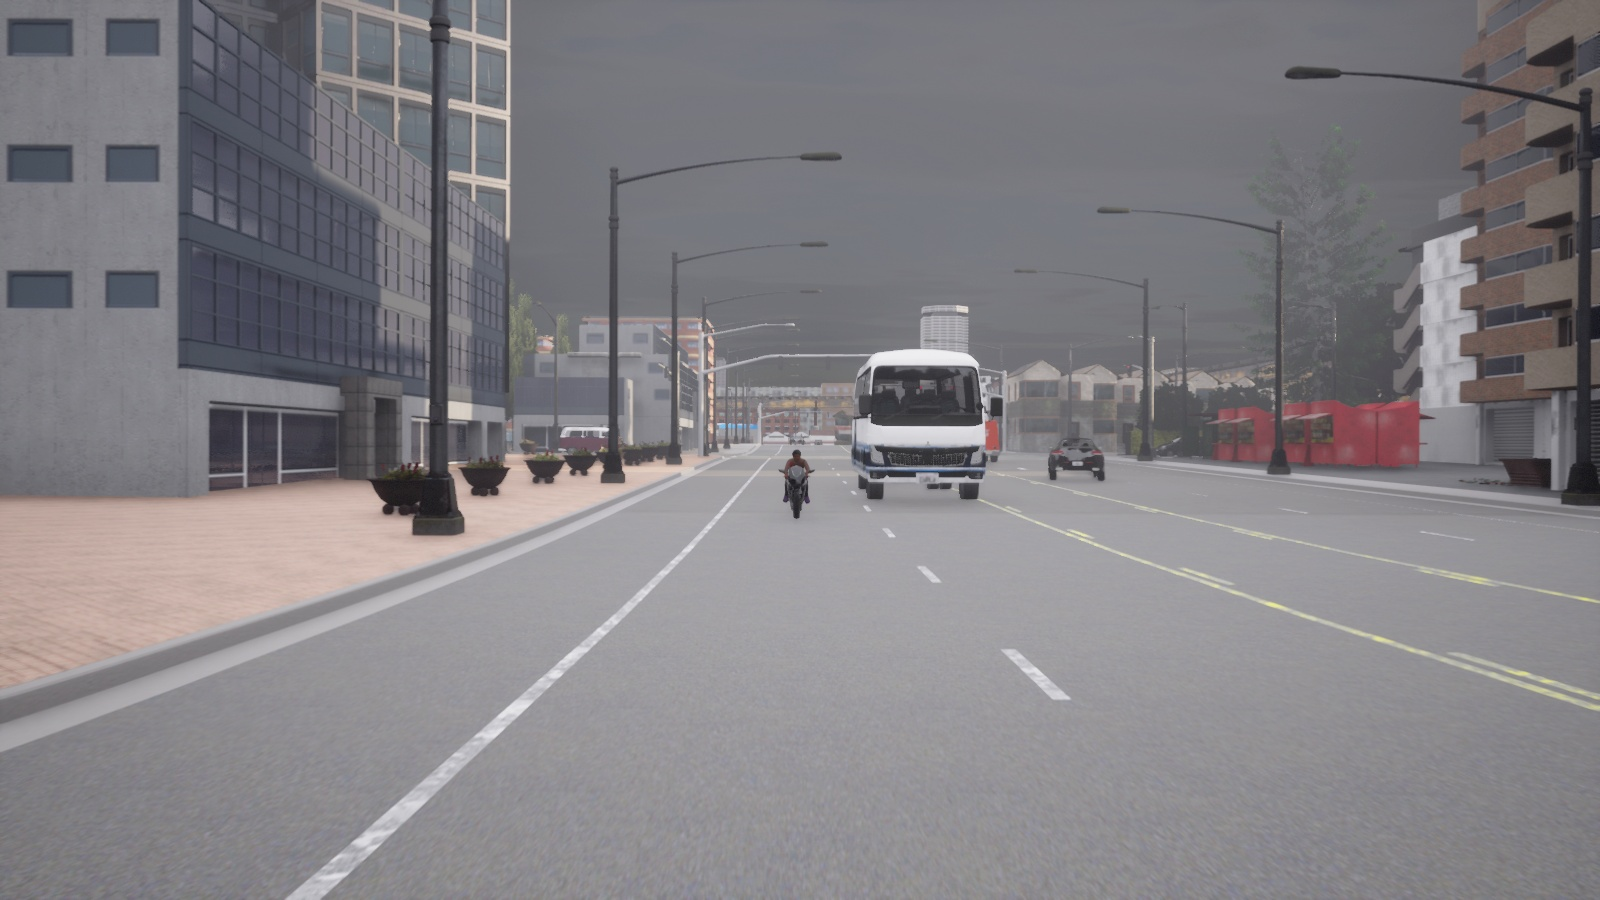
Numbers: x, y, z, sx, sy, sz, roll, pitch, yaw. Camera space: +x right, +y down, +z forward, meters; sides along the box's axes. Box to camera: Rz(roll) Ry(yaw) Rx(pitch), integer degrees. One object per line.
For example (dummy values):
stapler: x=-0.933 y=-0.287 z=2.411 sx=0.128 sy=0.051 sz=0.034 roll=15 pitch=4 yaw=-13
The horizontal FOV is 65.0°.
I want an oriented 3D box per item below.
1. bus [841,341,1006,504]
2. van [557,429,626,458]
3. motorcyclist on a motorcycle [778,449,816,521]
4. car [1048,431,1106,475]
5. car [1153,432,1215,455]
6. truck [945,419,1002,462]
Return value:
bus: x=3.401 y=-0.810 z=38.043 sx=3.944 sy=4.253 sz=10.273 roll=0 pitch=1 yaw=0
van: x=-14.677 y=-0.469 z=88.588 sx=4.480 sy=2.038 sz=2.069 roll=0 pitch=0 yaw=0
motorcyclist on a motorcycle: x=-0.069 y=0.749 z=28.041 sx=0.797 sy=1.523 sz=2.044 roll=0 pitch=1 yaw=0
car: x=11.070 y=0.083 z=50.495 sx=2.152 sy=1.651 sz=5.027 roll=0 pitch=1 yaw=11
car: x=28.071 y=-0.476 z=91.856 sx=3.988 sy=1.617 sz=1.851 roll=0 pitch=0 yaw=0
truck: x=10.314 y=-0.610 z=75.073 sx=2.627 sy=2.467 sz=5.204 roll=0 pitch=1 yaw=0
